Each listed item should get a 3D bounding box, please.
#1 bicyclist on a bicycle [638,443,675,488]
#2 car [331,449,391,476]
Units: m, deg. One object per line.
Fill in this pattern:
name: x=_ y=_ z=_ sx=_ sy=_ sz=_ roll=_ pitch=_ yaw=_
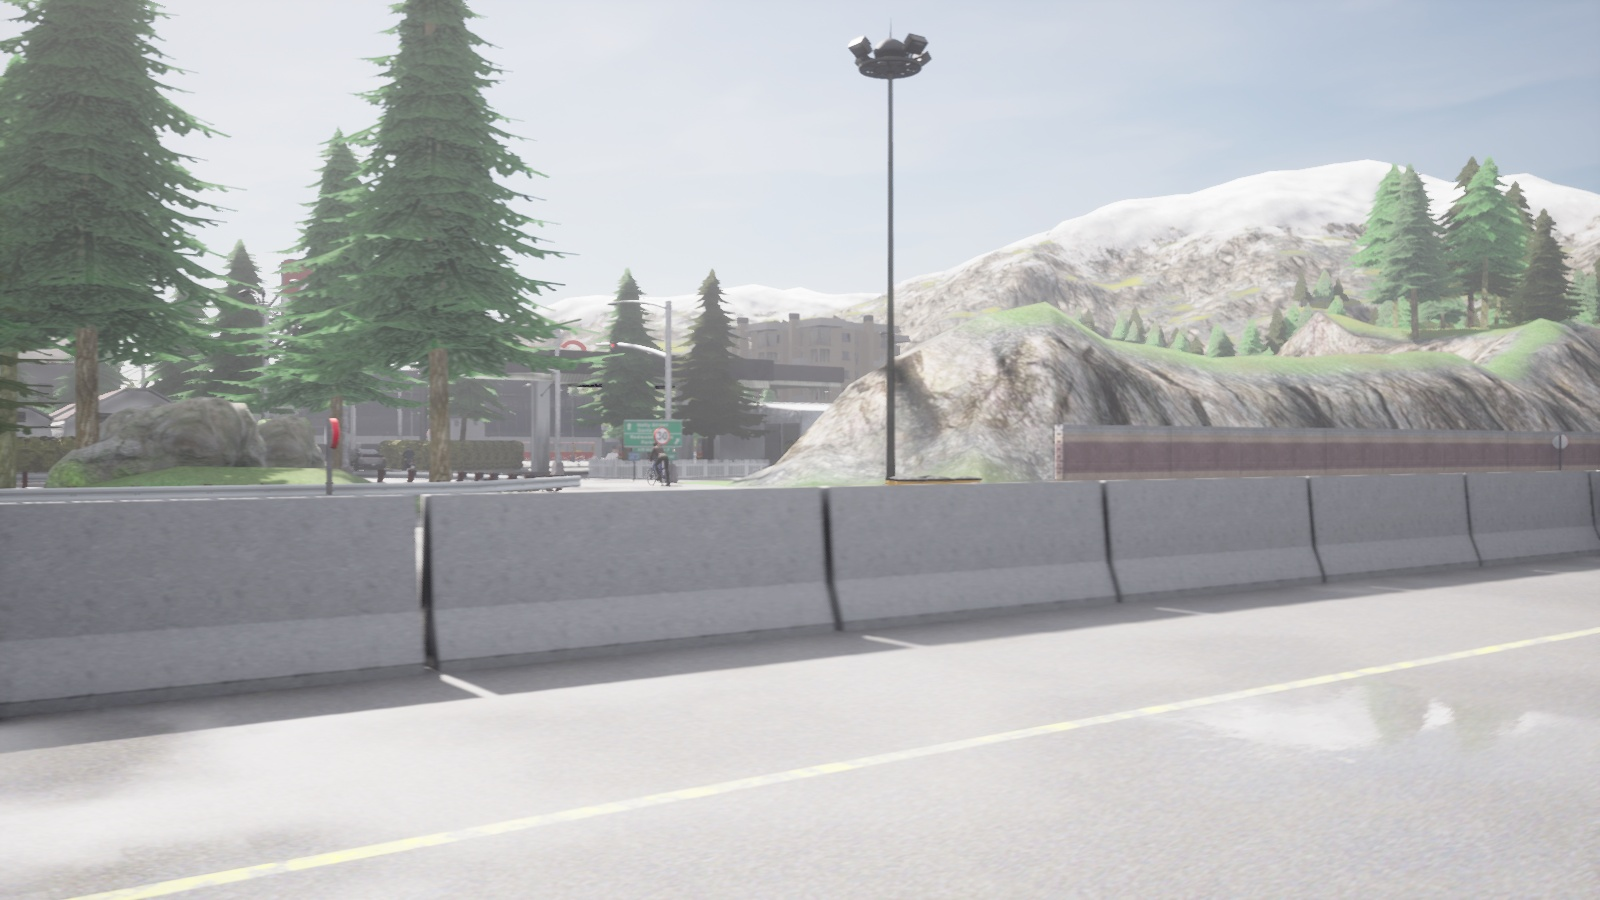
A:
bicyclist on a bicycle: x=-5.236 y=0.554 z=45.719 sx=0.582 sy=1.620 sz=1.656 roll=0 pitch=0 yaw=-36
car: x=-26.629 y=0.752 z=76.101 sx=2.128 sy=1.511 sz=4.902 roll=1 pitch=0 yaw=-35
